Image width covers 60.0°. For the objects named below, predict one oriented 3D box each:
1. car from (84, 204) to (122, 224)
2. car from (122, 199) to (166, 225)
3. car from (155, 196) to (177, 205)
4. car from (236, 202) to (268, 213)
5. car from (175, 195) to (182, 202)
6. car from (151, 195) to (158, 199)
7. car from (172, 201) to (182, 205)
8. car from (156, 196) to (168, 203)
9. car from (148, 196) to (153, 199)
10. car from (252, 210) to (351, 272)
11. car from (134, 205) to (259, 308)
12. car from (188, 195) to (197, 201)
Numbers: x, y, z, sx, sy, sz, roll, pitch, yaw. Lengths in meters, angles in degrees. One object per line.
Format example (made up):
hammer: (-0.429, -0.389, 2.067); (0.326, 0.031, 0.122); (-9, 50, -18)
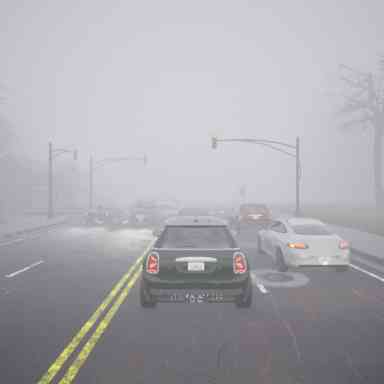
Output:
car: (-6.575, 1.601, 25.097); (1.895, 1.301, 4.718); (0, 0, 0)
car: (-3.326, 1.491, 24.018); (2.128, 1.511, 4.902); (0, 0, 0)
car: (-3.298, 1.519, 42.565); (1.812, 1.442, 4.674); (0, 0, 0)
car: (3.331, 1.352, 19.434); (2.097, 1.767, 4.553); (0, 0, 0)
car: (-3.267, 1.484, 57.466); (1.837, 1.490, 4.892); (0, 0, 0)
car: (-6.517, 1.337, 57.457); (2.097, 1.767, 4.553); (0, 0, 0)
car: (0.061, 1.478, 17.351); (1.882, 1.535, 5.008); (0, 0, 0)
car: (-6.417, 1.508, 72.136); (2.033, 1.411, 5.357); (0, 0, 0)
car: (-6.553, 1.541, 42.056); (2.033, 1.411, 5.357); (0, 0, 0)
car: (3.345, 1.526, 10.640); (1.812, 1.442, 4.674); (0, 0, 0)
car: (0.085, 1.352, 8.086); (2.097, 1.767, 4.553); (0, 0, 0)
car: (0.099, 1.482, 85.690); (2.128, 1.511, 4.902); (0, 0, 0)
